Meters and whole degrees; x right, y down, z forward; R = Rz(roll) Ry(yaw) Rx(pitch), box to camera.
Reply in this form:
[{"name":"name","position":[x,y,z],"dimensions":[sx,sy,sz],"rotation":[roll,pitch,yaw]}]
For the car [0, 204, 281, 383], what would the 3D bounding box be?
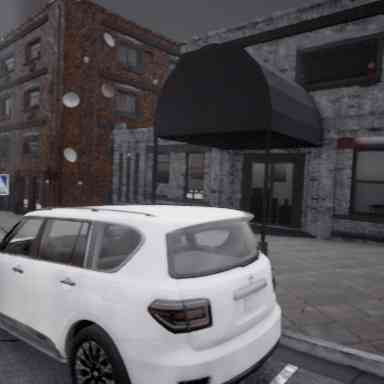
[{"name":"car","position":[-1.489,1.204,5.009],"dimensions":[5.566,2.045,2.435],"rotation":[0,0,39]}]
